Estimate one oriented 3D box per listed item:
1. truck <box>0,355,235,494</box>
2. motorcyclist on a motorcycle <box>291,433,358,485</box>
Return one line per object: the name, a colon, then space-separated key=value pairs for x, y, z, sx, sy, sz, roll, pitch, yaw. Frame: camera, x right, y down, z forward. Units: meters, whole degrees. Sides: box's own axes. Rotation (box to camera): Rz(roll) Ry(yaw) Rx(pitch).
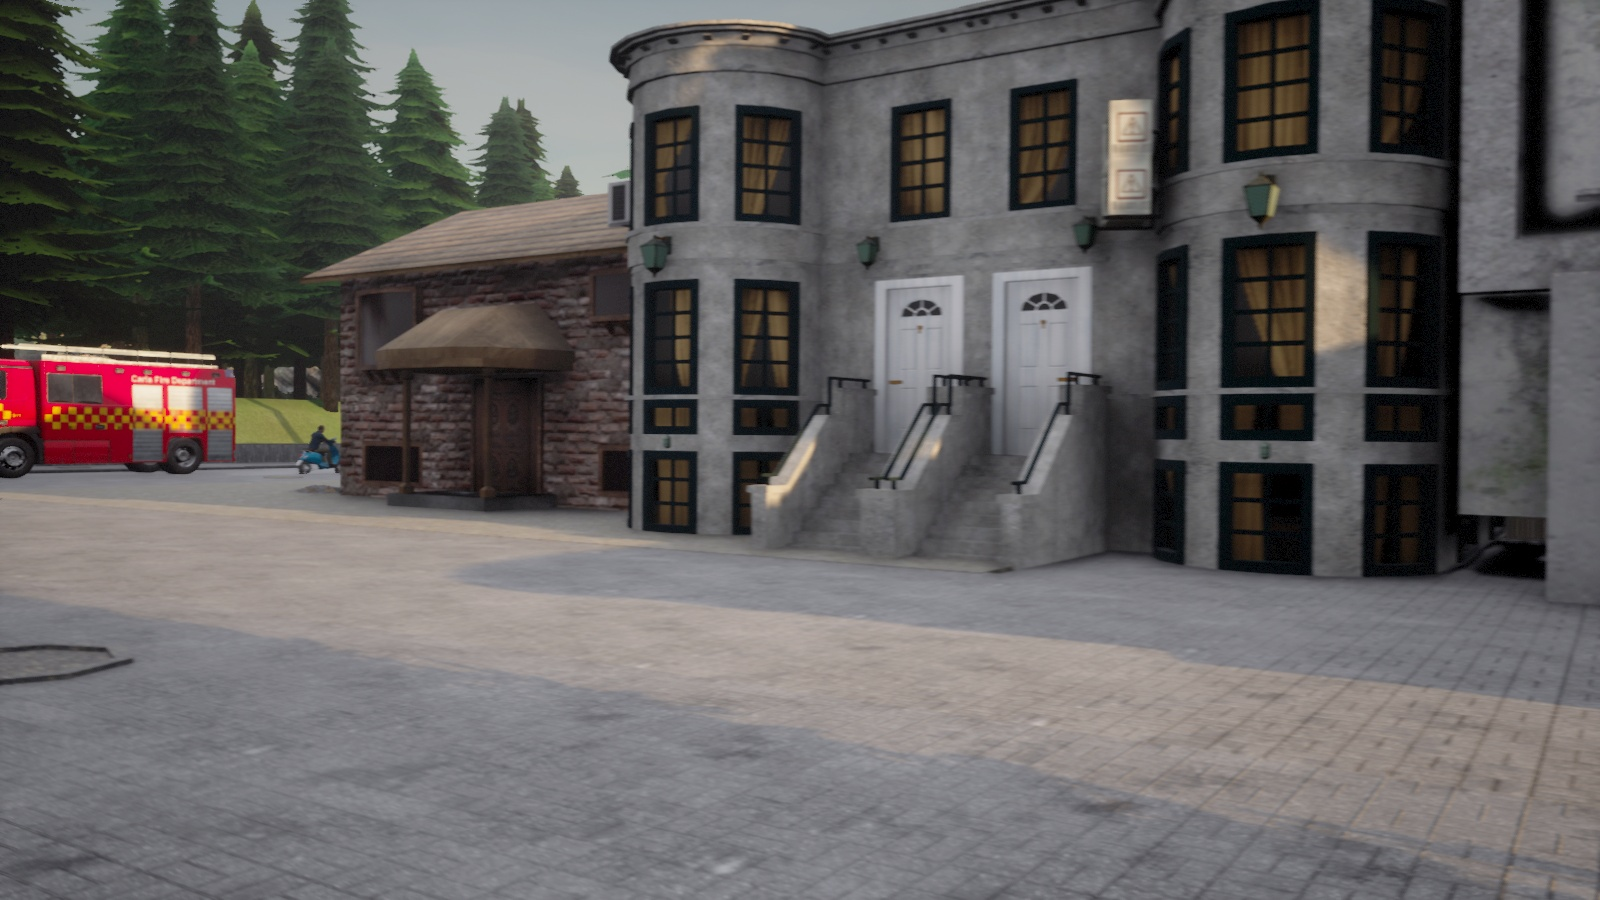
truck: x=-21.768 y=-0.751 z=37.728 sx=2.891 sy=3.827 sz=8.468 roll=0 pitch=1 yaw=34
motorcyclist on a motorcycle: x=-15.243 y=0.273 z=40.316 sx=0.866 sy=1.590 sz=1.817 roll=0 pitch=1 yaw=34
